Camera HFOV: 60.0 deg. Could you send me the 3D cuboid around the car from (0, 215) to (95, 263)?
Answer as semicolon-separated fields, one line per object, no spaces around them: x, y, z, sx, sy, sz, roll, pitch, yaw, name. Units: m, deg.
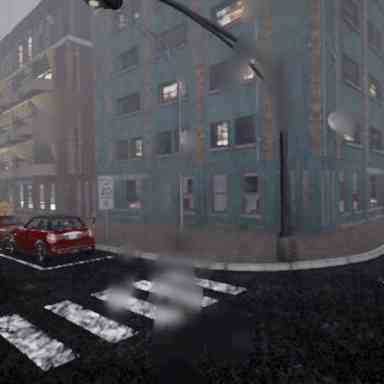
-5.482;1.591;12.750;4.097;1.590;1.967;-2;1;44;car
